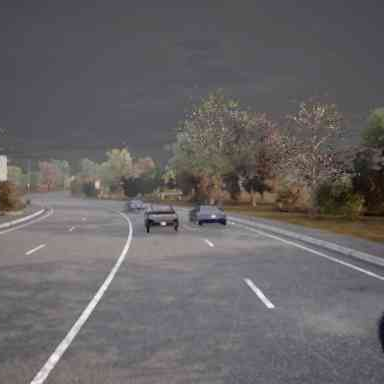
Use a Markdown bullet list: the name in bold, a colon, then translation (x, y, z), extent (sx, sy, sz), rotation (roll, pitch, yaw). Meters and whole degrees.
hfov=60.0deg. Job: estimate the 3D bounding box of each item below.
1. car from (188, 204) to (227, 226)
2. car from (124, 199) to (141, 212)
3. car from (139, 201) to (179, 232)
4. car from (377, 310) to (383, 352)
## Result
- **car**: translation (0.986, 1.532, 23.347), extent (1.994, 1.385, 4.181), rotation (0, 0, -11)
- **car**: translation (-6.538, 1.513, 37.818), extent (2.033, 1.411, 5.357), rotation (0, 0, -19)
- **car**: translation (-1.945, 1.470, 20.197), extent (2.128, 1.511, 4.902), rotation (0, 0, -10)
- **car**: translation (3.420, 1.511, 2.492), extent (1.812, 1.442, 4.674), rotation (0, 0, -2)
